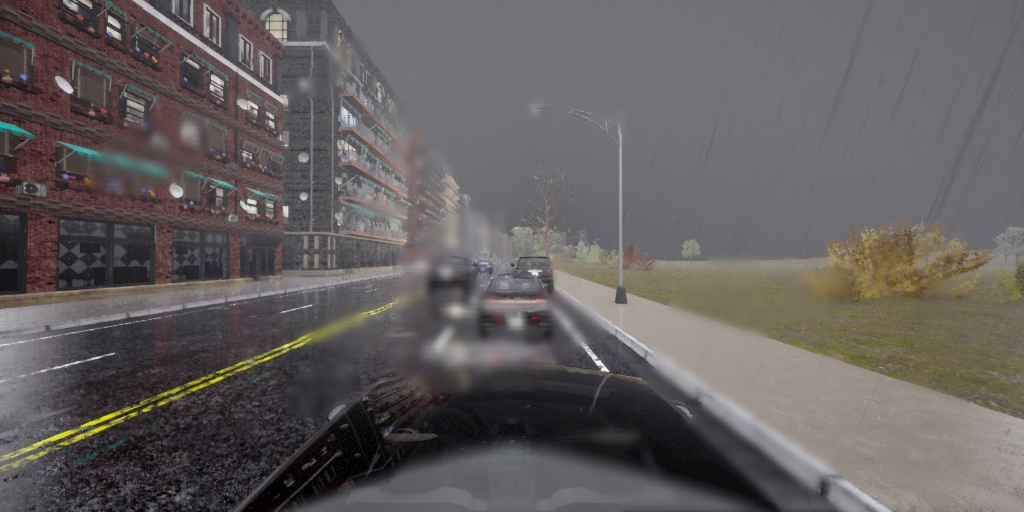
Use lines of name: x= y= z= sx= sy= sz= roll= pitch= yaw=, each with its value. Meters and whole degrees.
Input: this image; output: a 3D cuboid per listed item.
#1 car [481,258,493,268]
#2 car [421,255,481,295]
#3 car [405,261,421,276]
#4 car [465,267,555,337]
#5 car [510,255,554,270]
car: x=-3.191 y=1.277 z=41.719 sx=1.812 sy=1.442 sz=4.674 roll=0 pitch=0 yaw=0
car: x=-3.167 y=0.975 z=19.881 sx=2.150 sy=2.045 sz=5.566 roll=0 pitch=0 yaw=0
car: x=-9.887 y=1.277 z=38.119 sx=1.812 sy=1.442 sz=4.674 roll=0 pitch=0 yaw=0
car: x=0.092 y=1.243 z=10.292 sx=2.128 sy=1.511 sz=4.902 roll=0 pitch=0 yaw=0
car: x=1.120 y=0.977 z=20.162 sx=2.150 sy=2.045 sz=5.566 roll=0 pitch=0 yaw=0
